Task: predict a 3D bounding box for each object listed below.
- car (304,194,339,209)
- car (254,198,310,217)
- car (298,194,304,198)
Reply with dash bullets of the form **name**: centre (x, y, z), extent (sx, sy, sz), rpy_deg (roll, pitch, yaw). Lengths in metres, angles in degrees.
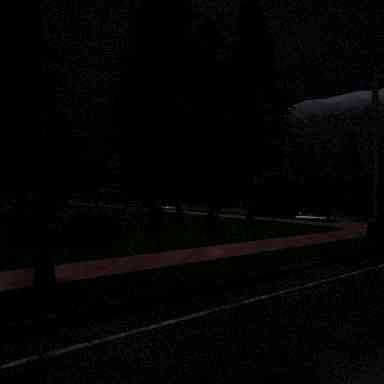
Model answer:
- **car**: centre (16.764, 1.159, 42.243), extent (4.605, 1.855, 1.932), rpy_deg (0, 0, -37)
- **car**: centre (8.183, 1.533, 32.105), extent (2.033, 1.411, 5.357), rpy_deg (0, 0, -37)
- **car**: centre (14.947, 1.161, 44.024), extent (3.866, 1.878, 1.905), rpy_deg (0, 0, -37)
